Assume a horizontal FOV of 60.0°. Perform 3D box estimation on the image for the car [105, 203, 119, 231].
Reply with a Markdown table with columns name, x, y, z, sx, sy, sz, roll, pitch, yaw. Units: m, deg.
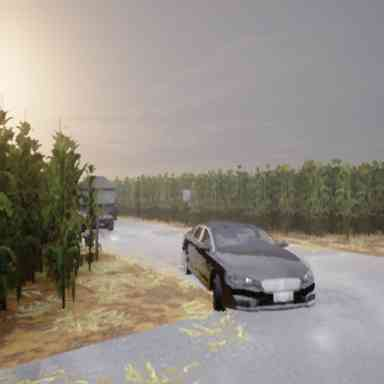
| name | x | y | z | sx | sy | sz | roll | pitch | yaw |
| --- | --- | --- | --- | --- | --- | --- | --- | --- | --- |
| car | -6.432 | 1.586 | 20.500 | 1.882 | 1.535 | 5.008 | 0 | -1 | -36 |

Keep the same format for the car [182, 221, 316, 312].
| name | x | y | z | sx | sy | sz | roll | pitch | yaw |
| --- | --- | --- | --- | --- | --- | --- | --- | --- | --- |
| car | 0.996 | 1.505 | 7.934 | 2.128 | 1.511 | 4.902 | 0 | -1 | -13 |

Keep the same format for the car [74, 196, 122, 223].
| name | x | y | z | sx | sy | sz | roll | pitch | yaw |
| --- | --- | --- | --- | --- | --- | --- | --- | --- | --- |
| car | -8.205 | 1.405 | 28.581 | 2.150 | 2.045 | 5.566 | 0 | 0 | -35 |
